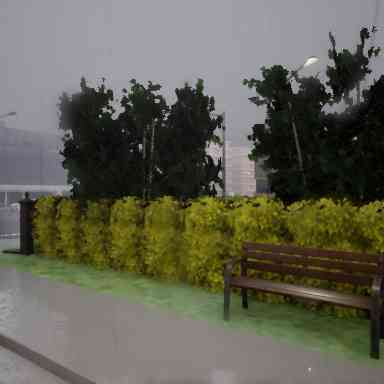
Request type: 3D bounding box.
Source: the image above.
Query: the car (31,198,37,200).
[{"bbox_3d":[-15.778,1.515,36.058,1.994,1.385,4.181,0,0,35],"label":"car"}]

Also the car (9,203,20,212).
[{"bbox_3d":[-18.499,1.477,38.296,1.812,1.442,4.674,0,0,33],"label":"car"}]
